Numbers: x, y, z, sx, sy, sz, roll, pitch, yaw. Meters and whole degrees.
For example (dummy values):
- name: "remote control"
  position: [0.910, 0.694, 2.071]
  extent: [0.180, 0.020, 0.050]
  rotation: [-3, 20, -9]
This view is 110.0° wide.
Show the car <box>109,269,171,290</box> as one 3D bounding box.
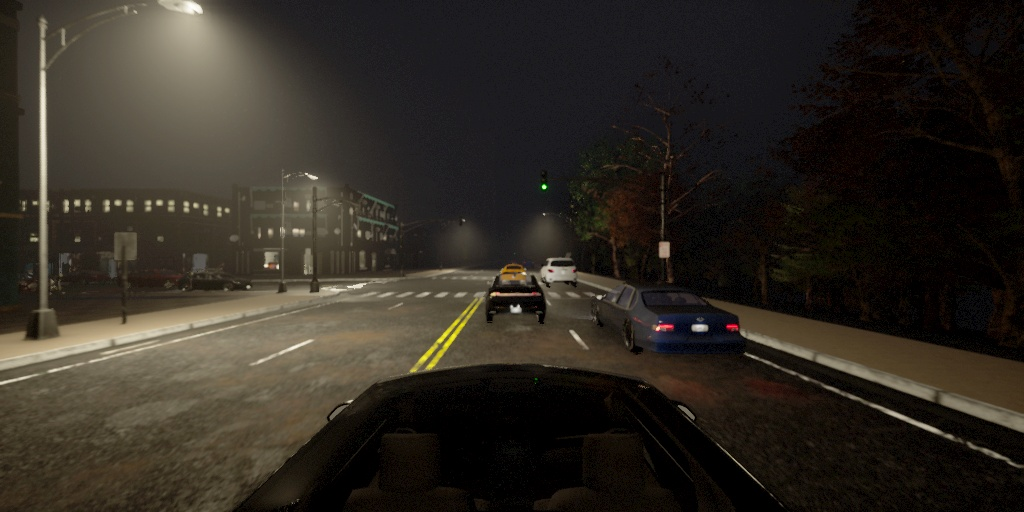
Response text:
- name: "car"
  position: [-26.443, 1.717, 26.877]
  extent: [5.008, 1.535, 1.882]
  rotation: [-1, 0, 0]

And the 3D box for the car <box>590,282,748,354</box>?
- name: "car"
  position: [3.358, 1.352, 8.910]
  extent: [2.033, 1.411, 5.357]
  rotation: [0, 0, 0]

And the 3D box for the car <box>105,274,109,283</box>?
- name: "car"
  position: [-33.770, 1.892, 32.687]
  extent: [4.207, 1.307, 1.802]
  rotation: [0, 0, 0]

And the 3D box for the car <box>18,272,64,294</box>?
- name: "car"
  position: [-33.791, 1.770, 24.307]
  extent: [4.097, 1.591, 1.967]
  rotation: [0, 0, 0]

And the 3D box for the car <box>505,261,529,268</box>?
- name: "car"
  position: [0.141, 1.435, 29.336]
  extent: [1.882, 1.535, 5.008]
  rotation: [0, 0, 0]

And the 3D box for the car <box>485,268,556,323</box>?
- name: "car"
  position: [0.096, 1.323, 12.532]
  extent: [2.128, 1.511, 4.902]
  rotation: [0, 0, 0]

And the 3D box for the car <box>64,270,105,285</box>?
- name: "car"
  position: [-39.305, 1.955, 32.703]
  extent: [4.207, 1.307, 1.802]
  rotation: [0, 0, 0]

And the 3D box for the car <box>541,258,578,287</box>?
- name: "car"
  position: [3.386, 1.159, 26.415]
  extent: [2.150, 2.045, 5.566]
  rotation: [0, 0, 0]

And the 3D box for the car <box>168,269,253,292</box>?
- name: "car"
  position: [-19.915, 1.737, 24.147]
  extent: [4.313, 1.339, 1.948]
  rotation: [0, 0, 0]
